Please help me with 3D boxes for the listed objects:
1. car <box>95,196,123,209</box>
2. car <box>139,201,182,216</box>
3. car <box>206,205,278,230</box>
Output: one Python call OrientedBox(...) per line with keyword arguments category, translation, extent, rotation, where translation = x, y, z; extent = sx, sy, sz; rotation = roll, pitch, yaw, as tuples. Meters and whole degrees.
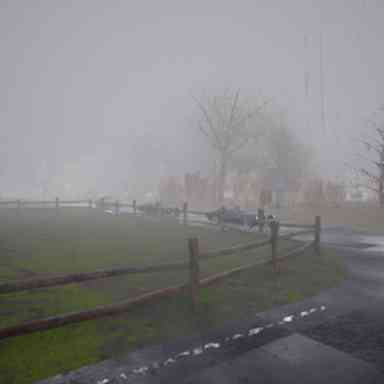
OrientedBox(category="car", translation=(-9.703, 1.221, 38.719), extent=(2.128, 1.511, 4.902), rotation=(-1, 1, -35))
OrientedBox(category="car", translation=(-2.793, 1.422, 28.966), extent=(1.895, 1.301, 4.718), rotation=(-1, 1, -35))
OrientedBox(category="car", translation=(3.004, 1.497, 20.792), extent=(1.895, 1.301, 4.718), rotation=(-1, 1, -35))
